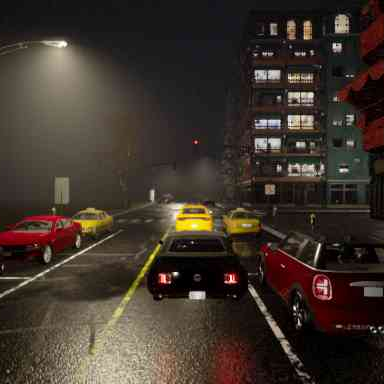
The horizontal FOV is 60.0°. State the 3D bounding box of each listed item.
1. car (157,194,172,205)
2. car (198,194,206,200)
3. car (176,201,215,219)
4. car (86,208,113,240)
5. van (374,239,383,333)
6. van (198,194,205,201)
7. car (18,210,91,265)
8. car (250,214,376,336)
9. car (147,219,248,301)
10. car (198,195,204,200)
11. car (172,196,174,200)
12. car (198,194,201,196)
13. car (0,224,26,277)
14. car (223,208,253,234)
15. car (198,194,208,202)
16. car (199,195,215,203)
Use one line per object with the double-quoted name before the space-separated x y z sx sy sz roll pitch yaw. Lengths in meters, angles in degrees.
"car" -5.299 1.457 61.107 1.967 1.590 4.097 1 0 0
"car" 2.580 1.599 61.583 1.802 1.307 4.206 1 0 0
"car" 0.104 1.482 18.417 1.882 1.535 5.008 0 0 0
"car" -5.304 1.529 17.151 1.752 1.417 4.829 1 0 0
"van" 2.576 1.341 1.112 1.690 1.788 3.998 1 0 0
"van" 2.585 1.369 89.889 1.690 1.788 3.998 1 0 0
"car" -5.305 1.548 11.785 1.887 1.381 4.507 1 0 0
"car" 2.576 1.442 6.658 1.967 1.590 4.097 1 0 0
"car" 0.101 1.603 8.300 1.895 1.301 4.718 0 0 0
"car" 2.584 1.555 95.720 1.752 1.417 4.829 1 0 0
"car" -5.297 1.334 66.762 2.192 1.841 5.009 1 0 0
"car" 2.581 1.587 72.905 1.947 1.339 4.313 1 0 0
"car" -5.306 1.552 6.248 2.008 1.369 4.403 1 0 0
"car" 2.576 1.530 17.917 1.752 1.417 4.829 1 0 0
"car" 2.585 1.338 78.567 2.192 1.841 5.009 1 0 0
"car" 2.579 1.565 50.261 2.008 1.369 4.403 1 0 0
